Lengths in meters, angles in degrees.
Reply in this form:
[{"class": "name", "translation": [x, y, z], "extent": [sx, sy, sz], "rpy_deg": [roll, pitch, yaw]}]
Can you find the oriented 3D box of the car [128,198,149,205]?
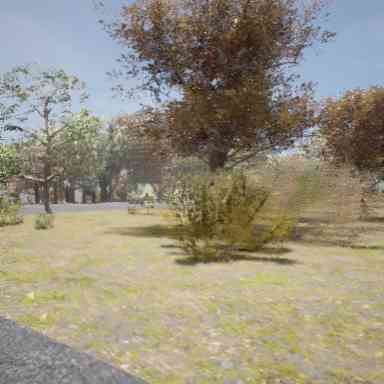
[{"class": "car", "translation": [-10.084, 1.783, 62.846], "extent": [1.994, 1.385, 4.181], "rpy_deg": [0, 0, 36]}]
